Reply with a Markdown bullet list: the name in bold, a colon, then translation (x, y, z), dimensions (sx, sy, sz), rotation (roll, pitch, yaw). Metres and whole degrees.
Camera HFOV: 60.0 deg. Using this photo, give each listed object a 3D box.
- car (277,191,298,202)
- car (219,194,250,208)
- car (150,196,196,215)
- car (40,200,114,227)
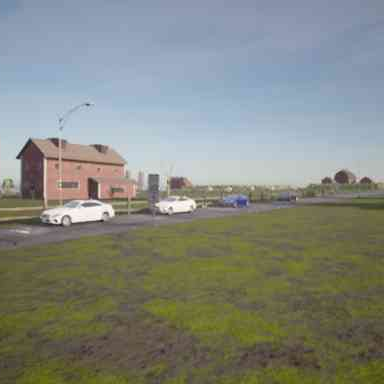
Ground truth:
- **car**: translation (14.292, 0.670, 49.537), dimensions (1.837, 1.490, 4.892), rotation (1, 1, 36)
- **car**: translation (4.738, 0.919, 36.529), dimensions (1.812, 1.442, 4.674), rotation (1, 1, 36)
- **car**: translation (-1.485, 1.077, 27.959), dimensions (1.812, 1.442, 4.674), rotation (1, 1, 36)
- **car**: translation (-6.896, 1.212, 20.446), dimensions (1.812, 1.442, 4.674), rotation (1, 1, 35)
